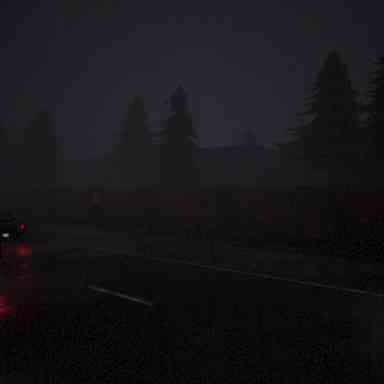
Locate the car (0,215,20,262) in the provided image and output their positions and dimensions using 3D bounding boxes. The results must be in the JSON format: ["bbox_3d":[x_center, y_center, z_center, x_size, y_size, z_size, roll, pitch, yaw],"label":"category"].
[{"bbox_3d":[-7.229,1.469,9.443,4.902,1.511,2.128,0,0,37],"label":"car"}]

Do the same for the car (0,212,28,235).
[{"bbox_3d":[-9.826,1.574,15.754,4.718,1.301,1.895,0,0,37],"label":"car"}]
